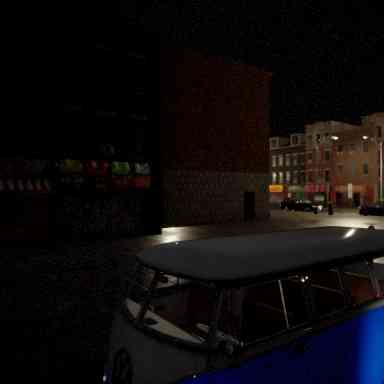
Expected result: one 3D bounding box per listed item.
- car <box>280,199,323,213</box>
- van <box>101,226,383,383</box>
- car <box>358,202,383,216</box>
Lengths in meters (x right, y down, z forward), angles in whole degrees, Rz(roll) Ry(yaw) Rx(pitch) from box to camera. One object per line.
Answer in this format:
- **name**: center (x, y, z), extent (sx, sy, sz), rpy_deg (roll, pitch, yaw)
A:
- **car**: center (12.000, 1.490, 36.759), extent (2.128, 1.511, 4.902), rpy_deg (0, 0, -35)
- **van**: center (1.070, 1.341, 3.584), extent (3.998, 1.788, 1.690), rpy_deg (0, 0, -36)
- **car**: center (17.119, 1.570, 29.572), extent (1.994, 1.385, 4.181), rpy_deg (0, 0, -35)
